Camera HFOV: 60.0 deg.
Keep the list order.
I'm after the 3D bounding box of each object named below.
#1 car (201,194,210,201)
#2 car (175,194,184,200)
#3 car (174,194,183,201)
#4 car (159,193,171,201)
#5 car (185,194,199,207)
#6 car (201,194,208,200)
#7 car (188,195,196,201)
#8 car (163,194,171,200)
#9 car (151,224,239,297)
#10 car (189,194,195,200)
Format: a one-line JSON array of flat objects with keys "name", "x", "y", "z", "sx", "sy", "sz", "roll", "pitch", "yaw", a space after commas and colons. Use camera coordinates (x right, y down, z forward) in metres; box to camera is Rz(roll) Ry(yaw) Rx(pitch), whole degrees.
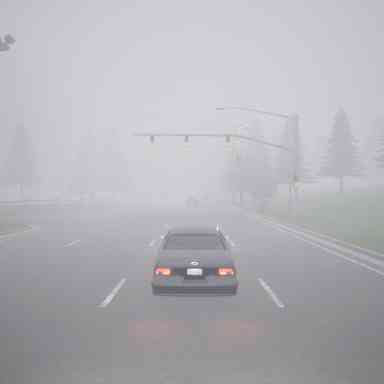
[{"name": "car", "x": 3.517, "y": 1.492, "z": 83.449, "sx": 1.837, "sy": 1.490, "sz": 4.892, "roll": 0, "pitch": 0, "yaw": 0}, {"name": "car", "x": -3.481, "y": 1.357, "z": 93.871, "sx": 2.128, "sy": 1.511, "sz": 4.902, "roll": 0, "pitch": 0, "yaw": 0}, {"name": "car", "x": -3.483, "y": 1.517, "z": 83.868, "sx": 1.812, "sy": 1.442, "sz": 4.674, "roll": 0, "pitch": 0, "yaw": 0}, {"name": "car", "x": -6.983, "y": 1.217, "z": 83.482, "sx": 2.150, "sy": 2.045, "sz": 5.566, "roll": 0, "pitch": 0, "yaw": 0}, {"name": "car", "x": 0.009, "y": 1.352, "z": 52.807, "sx": 2.097, "sy": 1.767, "sz": 4.553, "roll": 0, "pitch": 0, "yaw": 0}, {"name": "car", "x": 3.519, "y": 1.310, "z": 93.869, "sx": 1.882, "sy": 1.535, "sz": 5.008, "roll": 0, "pitch": 0, "yaw": 0}, {"name": "car", "x": 0.017, "y": 1.531, "z": 83.450, "sx": 2.033, "sy": 1.411, "sz": 5.357, "roll": 0, "pitch": 0, "yaw": 0}, {"name": "car", "x": -6.981, "y": 1.385, "z": 93.872, "sx": 1.994, "sy": 1.385, "sz": 4.181, "roll": 0, "pitch": 0, "yaw": 0}, {"name": "car", "x": 0.068, "y": 1.547, "z": 8.768, "sx": 2.033, "sy": 1.411, "sz": 5.357, "roll": 0, "pitch": 0, "yaw": 0}, {"name": "car", "x": 0.019, "y": 1.310, "z": 93.870, "sx": 1.882, "sy": 1.535, "sz": 5.008, "roll": 0, "pitch": 0, "yaw": 0}]
